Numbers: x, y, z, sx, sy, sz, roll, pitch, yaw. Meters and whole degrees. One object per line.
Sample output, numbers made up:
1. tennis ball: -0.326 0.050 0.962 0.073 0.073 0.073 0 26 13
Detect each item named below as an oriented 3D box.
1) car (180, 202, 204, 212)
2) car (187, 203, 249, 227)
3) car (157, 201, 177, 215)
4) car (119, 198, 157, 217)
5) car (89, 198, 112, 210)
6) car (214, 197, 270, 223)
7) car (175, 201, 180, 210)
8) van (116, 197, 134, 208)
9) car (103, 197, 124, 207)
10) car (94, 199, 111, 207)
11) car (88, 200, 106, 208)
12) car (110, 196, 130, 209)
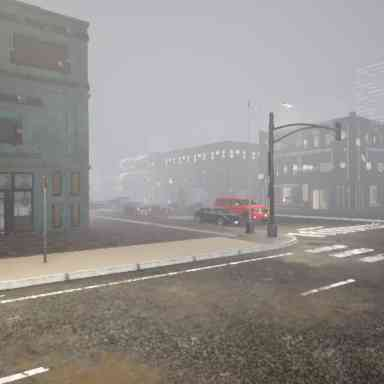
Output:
1. car: 0.779 1.900 41.650 1.802 1.307 4.206 -2 0 -35
2. car: 1.884 1.812 25.412 1.947 1.339 4.313 -2 0 -35
3. car: -4.130 1.981 38.581 1.895 1.301 4.718 -1 0 -35
4. car: -6.055 1.844 36.795 1.967 1.590 4.097 -1 0 -35
5. car: -15.277 2.161 54.441 1.994 1.385 4.181 -1 0 -35
6. car: 3.939 1.443 27.207 2.150 2.045 5.566 -1 0 -35
7. car: -2.425 1.962 46.162 1.802 1.307 4.206 -2 0 -35
8. van: -12.047 1.903 59.700 1.690 1.788 3.998 -1 0 -35
9. car: -15.253 1.936 64.213 2.192 1.841 5.009 -1 0 -35
10. car: -18.452 2.224 68.726 1.887 1.381 4.507 -1 0 -35
11. car: -18.293 2.265 64.045 1.895 1.301 4.718 -1 0 -35
12. car: -12.082 1.771 55.293 2.150 2.045 5.566 -1 0 -35
